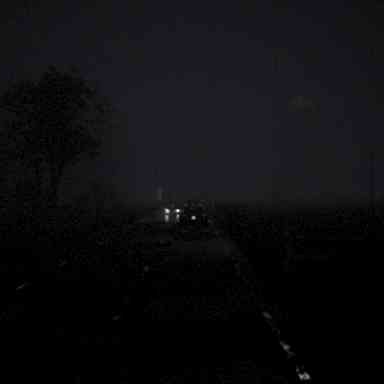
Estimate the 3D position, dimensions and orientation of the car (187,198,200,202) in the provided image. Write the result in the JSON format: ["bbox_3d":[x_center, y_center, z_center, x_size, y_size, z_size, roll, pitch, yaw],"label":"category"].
[{"bbox_3d":[0.144,1.534,39.170,2.097,1.767,4.553,0,0,0],"label":"car"}]

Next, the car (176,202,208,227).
[{"bbox_3d":[0.121,1.669,23.708,1.994,1.385,4.181,0,0,0],"label":"car"}]

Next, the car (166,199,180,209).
[{"bbox_3d":[-2.719,1.756,48.590,1.812,1.442,4.674,0,-1,1],"label":"car"}]
